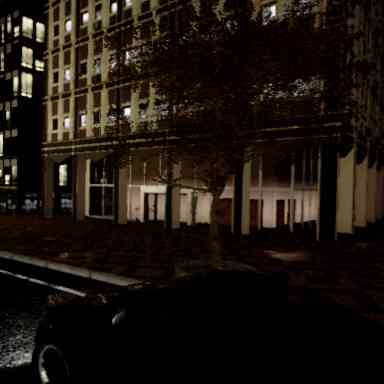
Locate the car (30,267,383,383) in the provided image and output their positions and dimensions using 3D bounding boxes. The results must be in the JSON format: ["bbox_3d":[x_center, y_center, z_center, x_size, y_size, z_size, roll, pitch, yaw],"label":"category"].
[{"bbox_3d":[0.117,1.561,3.602,4.181,1.385,1.994,0,0,36],"label":"car"}]
